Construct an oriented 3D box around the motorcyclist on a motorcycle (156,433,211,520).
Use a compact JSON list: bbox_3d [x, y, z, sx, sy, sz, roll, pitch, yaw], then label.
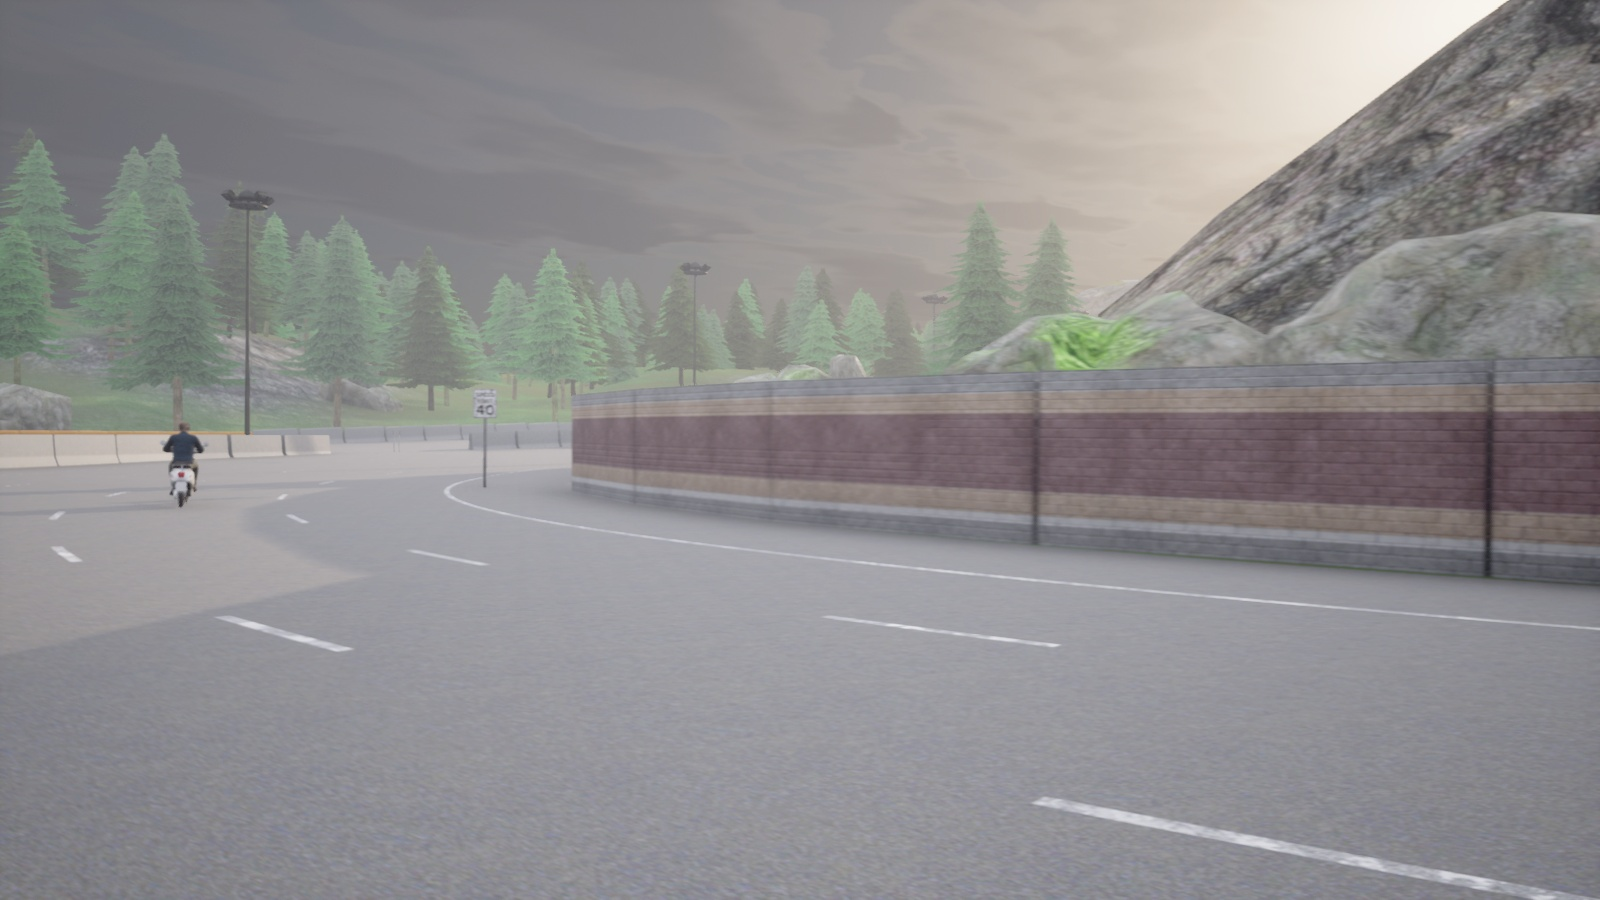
[{"bbox_3d":[-11.741,0.477,23.965,0.866,1.590,1.817,0,0,-23],"label":"motorcyclist on a motorcycle"}]
